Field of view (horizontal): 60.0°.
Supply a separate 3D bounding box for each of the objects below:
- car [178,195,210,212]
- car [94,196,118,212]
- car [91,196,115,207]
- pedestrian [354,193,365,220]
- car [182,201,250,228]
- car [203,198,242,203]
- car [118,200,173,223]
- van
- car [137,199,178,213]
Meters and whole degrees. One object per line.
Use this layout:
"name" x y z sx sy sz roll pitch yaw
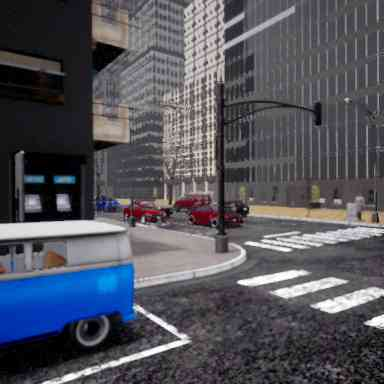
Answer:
"car" 0.102 1.196 34.275 2.192 1.841 5.009 0 1 -35
"car" -9.540 1.384 37.922 1.882 1.535 5.008 -1 1 -35
"car" -12.926 1.335 48.181 1.837 1.490 4.892 -1 1 -34
"pedestrian" 11.591 0.968 23.057 0.375 1.860 0.375 0 0 -35
"car" 1.495 1.554 22.230 1.994 1.385 4.181 -1 1 -35
"car" 3.282 1.472 29.760 1.947 1.339 4.313 0 1 -35
"car" -3.571 1.539 24.937 1.887 1.381 4.507 0 1 -35
"van" -2.766 1.343 4.603 3.998 1.788 1.690 0 -1 -35
"car" -3.558 1.551 29.410 1.895 1.301 4.718 -1 1 -35
